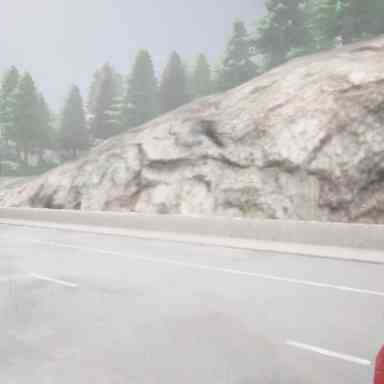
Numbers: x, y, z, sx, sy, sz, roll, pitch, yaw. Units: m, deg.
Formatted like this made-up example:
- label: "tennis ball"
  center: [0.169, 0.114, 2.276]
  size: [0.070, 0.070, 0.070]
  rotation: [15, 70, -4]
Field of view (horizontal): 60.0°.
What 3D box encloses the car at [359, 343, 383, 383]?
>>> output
- label: "car"
  center: [3.396, 1.596, 1.563]
  size: [4.718, 1.301, 1.895]
  rotation: [0, 0, 36]
